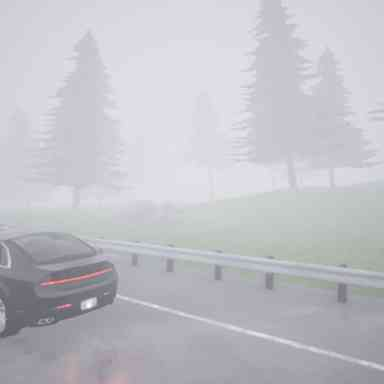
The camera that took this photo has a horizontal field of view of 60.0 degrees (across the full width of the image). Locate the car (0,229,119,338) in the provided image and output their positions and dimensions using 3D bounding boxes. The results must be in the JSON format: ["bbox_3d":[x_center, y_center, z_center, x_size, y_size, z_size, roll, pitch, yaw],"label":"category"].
[{"bbox_3d":[-3.572,1.525,6.719,4.892,1.490,1.837,0,0,37],"label":"car"}]
